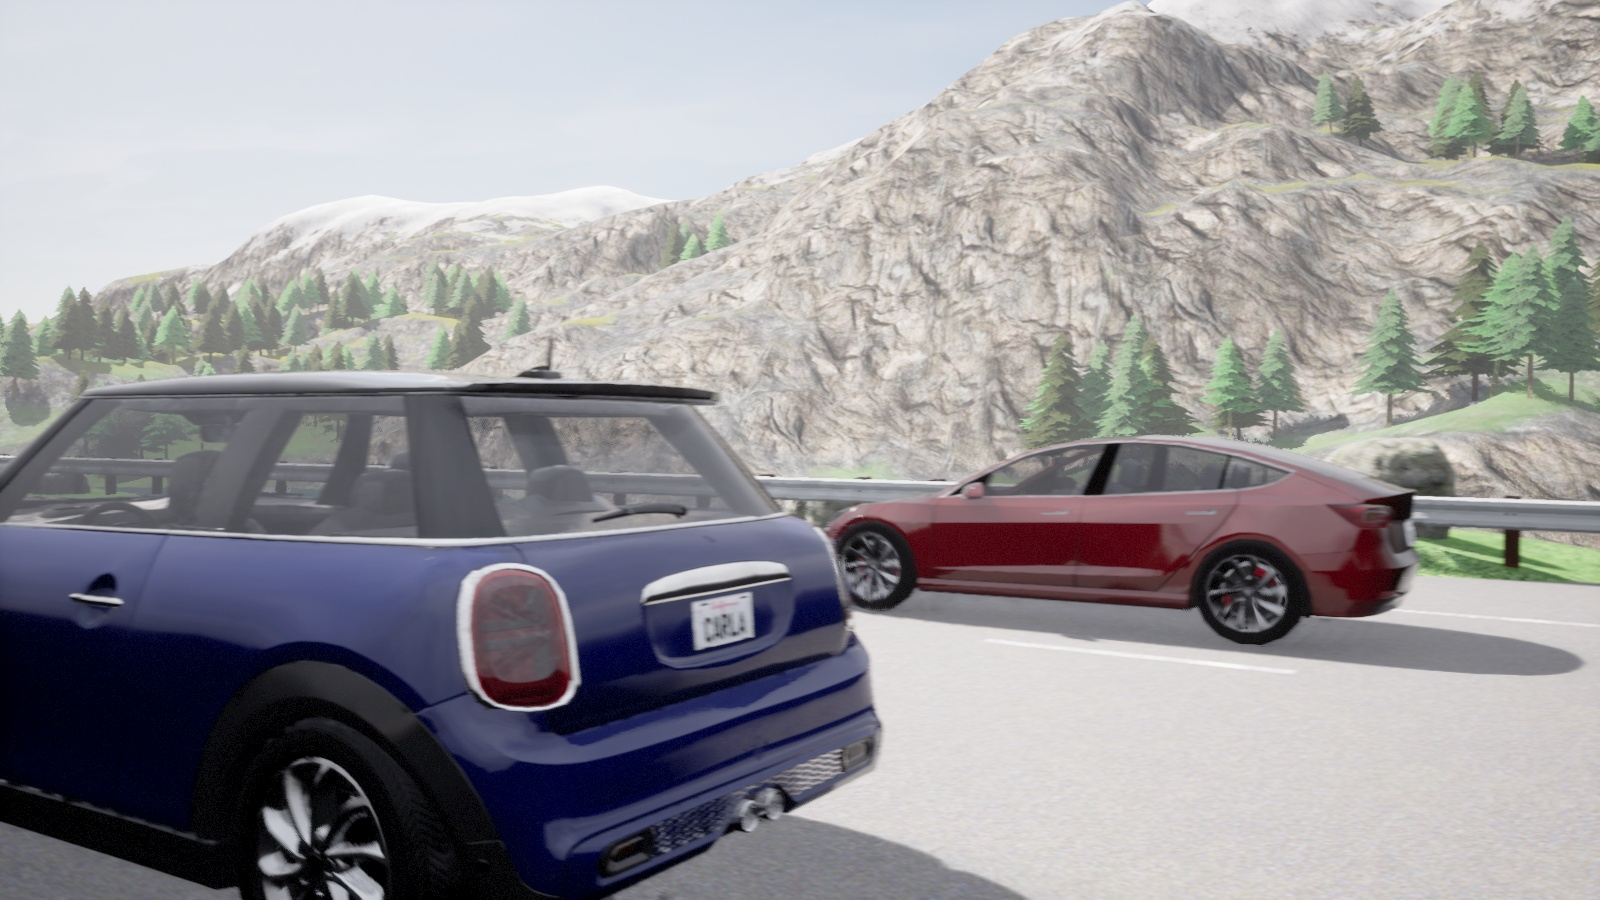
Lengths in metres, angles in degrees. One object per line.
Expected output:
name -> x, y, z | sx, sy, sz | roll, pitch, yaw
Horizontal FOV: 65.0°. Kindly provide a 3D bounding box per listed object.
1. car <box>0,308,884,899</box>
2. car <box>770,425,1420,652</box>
car -> -2.181, 0.540, 4.977 | 4.553, 1.767, 2.097 | 0, 1, 32
car -> 2.356, 0.565, 10.411 | 4.792, 1.488, 2.163 | 0, 1, 32
